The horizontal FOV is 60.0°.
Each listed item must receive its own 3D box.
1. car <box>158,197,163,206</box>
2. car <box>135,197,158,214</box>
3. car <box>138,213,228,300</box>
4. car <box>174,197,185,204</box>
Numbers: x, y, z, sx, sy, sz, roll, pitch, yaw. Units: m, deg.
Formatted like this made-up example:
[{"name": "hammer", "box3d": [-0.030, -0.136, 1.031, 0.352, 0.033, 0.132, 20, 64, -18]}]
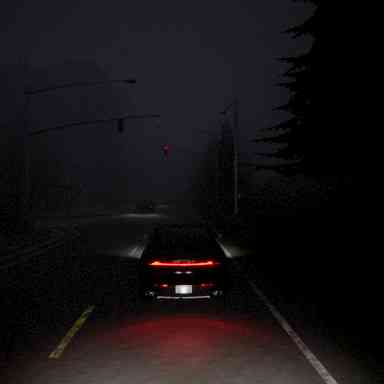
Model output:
[{"name": "car", "box3d": [-5.735, 1.525, 54.511, 1.812, 1.442, 4.674, 0, 0, -2]}, {"name": "car", "box3d": [-5.006, 1.478, 35.913, 1.882, 1.535, 5.008, 0, 0, -2]}, {"name": "car", "box3d": [-0.228, 1.505, 8.416, 1.837, 1.490, 4.892, 0, 0, -2]}, {"name": "car", "box3d": [-2.338, 1.562, 61.367, 1.994, 1.385, 4.181, 0, 0, -2]}]
